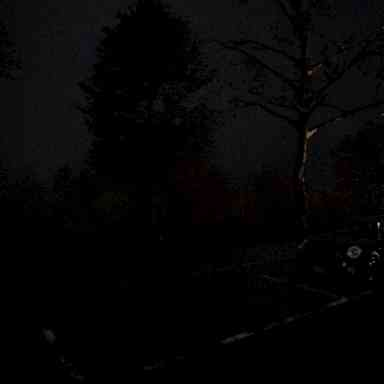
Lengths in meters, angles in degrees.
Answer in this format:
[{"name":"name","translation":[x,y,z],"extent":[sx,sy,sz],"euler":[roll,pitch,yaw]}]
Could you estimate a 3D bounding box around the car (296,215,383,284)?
[{"name":"car","translation":[4.834,1.438,9.537],"extent":[4.097,1.590,1.967],"euler":[0,1,-36]}]
